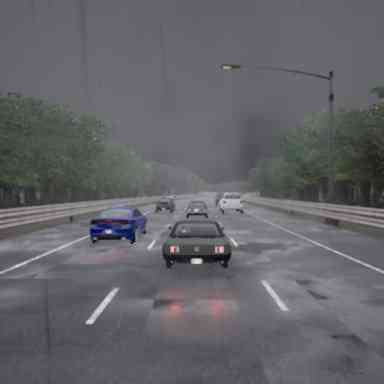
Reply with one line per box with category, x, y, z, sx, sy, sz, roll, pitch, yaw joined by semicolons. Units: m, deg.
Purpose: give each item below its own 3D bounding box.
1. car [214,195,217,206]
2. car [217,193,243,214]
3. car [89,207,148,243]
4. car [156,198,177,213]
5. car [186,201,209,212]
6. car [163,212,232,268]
car;4.918;1.178;54.734;2.150;2.045;5.566;0;0;3
car;4.057;1.147;34.878;2.150;2.045;5.566;0;0;2
car;-3.289;1.427;15.731;1.882;1.535;5.008;0;0;1
car;-2.798;1.429;36.095;1.837;1.490;4.892;0;0;2
car;0.472;1.475;28.628;2.033;1.411;5.357;0;0;2
car;0.155;1.563;11.131;1.895;1.301;4.718;0;0;0
